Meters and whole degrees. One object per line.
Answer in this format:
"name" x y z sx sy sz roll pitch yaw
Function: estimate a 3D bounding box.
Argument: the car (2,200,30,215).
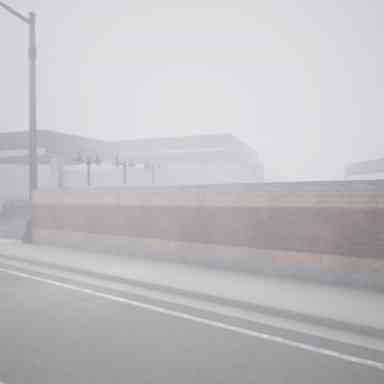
"car" -18.933 1.720 37.924 2.242 1.667 4.611 -1 0 37
